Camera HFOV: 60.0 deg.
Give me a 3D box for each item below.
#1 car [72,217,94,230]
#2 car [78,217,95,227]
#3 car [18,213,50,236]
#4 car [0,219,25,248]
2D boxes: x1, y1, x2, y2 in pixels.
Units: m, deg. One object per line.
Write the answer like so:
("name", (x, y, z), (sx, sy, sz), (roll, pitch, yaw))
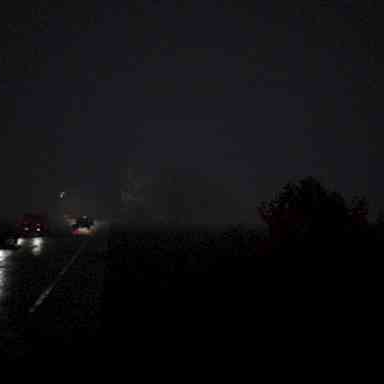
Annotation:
("car", (-13.914, 4.000, 42.169), (1.812, 1.442, 4.674), (2, -4, -13))
("car", (-16.284, 4.585, 51.605), (2.033, 1.411, 5.357), (2, -4, -14))
("car", (-15.045, 3.019, 31.632), (2.150, 2.045, 5.566), (2, -4, -14))
("car", (-12.521, 2.711, 21.352), (1.812, 1.442, 4.674), (2, -4, -13))
